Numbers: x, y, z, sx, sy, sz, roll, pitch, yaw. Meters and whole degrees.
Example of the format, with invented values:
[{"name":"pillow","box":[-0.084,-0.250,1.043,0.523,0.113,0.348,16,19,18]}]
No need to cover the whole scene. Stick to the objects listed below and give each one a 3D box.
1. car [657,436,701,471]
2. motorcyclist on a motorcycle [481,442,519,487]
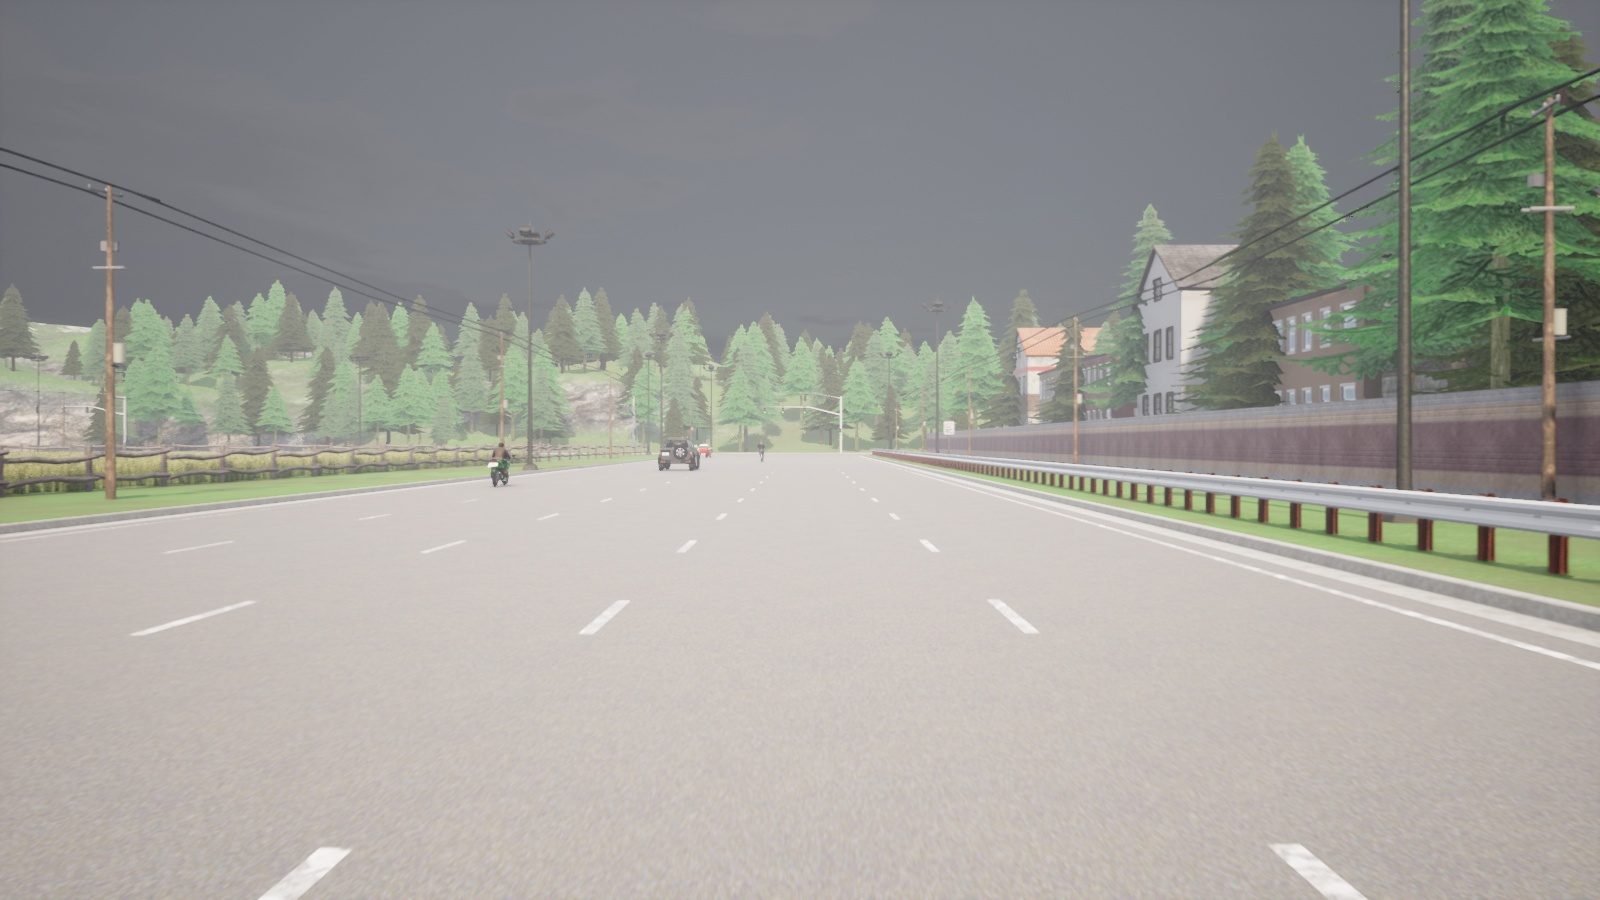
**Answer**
[{"name":"car","box":[-6.592,0.171,68.758,1.932,1.855,4.605,0,0,0]},{"name":"motorcyclist on a motorcycle","box":[-10.240,0.478,42.931,0.797,1.523,2.044,0,0,0]}]
